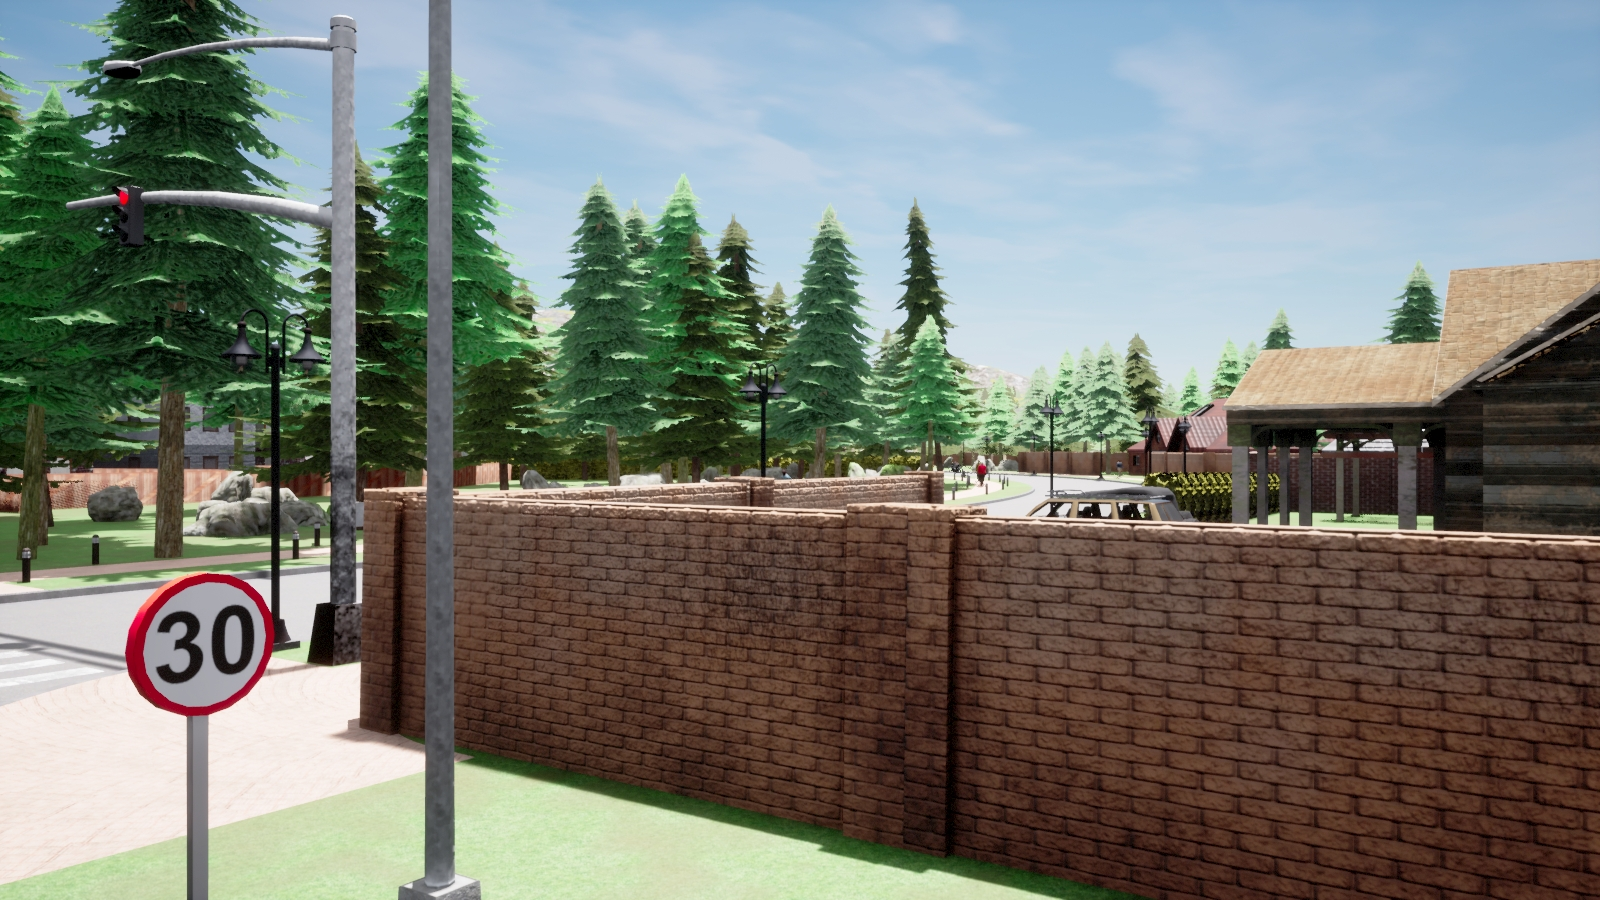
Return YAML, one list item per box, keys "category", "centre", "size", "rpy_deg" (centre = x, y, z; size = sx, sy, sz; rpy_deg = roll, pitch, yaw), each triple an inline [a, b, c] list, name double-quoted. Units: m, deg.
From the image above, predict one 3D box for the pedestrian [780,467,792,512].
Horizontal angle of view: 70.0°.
- category: "pedestrian"
  centre: [-0.585, 1.646, 47.802]
  size: [0.375, 1.860, 0.375]
  rpy_deg: [0, 0, 34]
